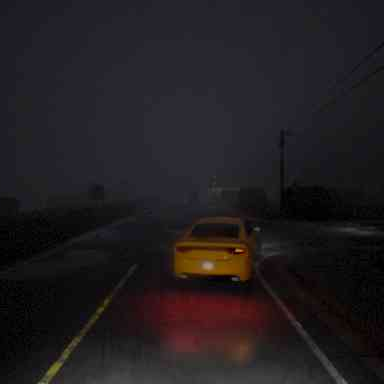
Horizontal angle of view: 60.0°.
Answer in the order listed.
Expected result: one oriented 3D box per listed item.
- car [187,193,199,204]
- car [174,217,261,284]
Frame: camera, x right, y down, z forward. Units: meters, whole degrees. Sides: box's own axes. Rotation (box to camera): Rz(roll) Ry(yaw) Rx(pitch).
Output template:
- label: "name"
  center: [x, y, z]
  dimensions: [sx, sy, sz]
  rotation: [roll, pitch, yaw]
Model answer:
- label: "car"
  center: [0.202, 1.388, 62.178]
  dimensions: [1.837, 1.490, 4.892]
  rotation: [0, 0, 0]
- label: "car"
  center: [0.917, 1.462, 9.704]
  dimensions: [1.882, 1.535, 5.008]
  rotation: [0, 0, 13]
